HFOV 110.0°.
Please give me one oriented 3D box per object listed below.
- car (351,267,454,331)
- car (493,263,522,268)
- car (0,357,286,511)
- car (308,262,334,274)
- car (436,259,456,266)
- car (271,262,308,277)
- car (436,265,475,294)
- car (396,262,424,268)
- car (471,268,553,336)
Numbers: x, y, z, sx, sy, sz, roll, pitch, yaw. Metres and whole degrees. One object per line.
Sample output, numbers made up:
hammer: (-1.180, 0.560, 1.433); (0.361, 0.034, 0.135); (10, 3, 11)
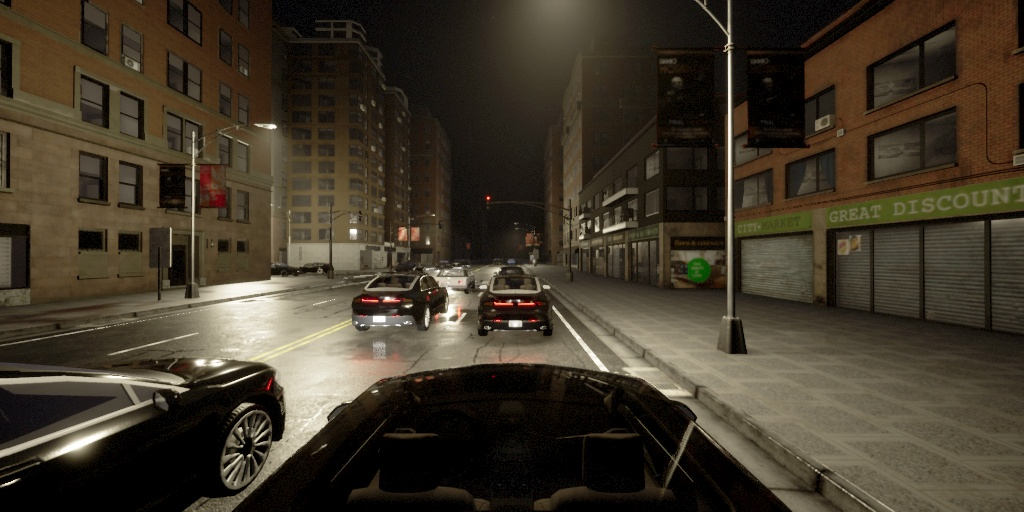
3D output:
car: (-3.168, 1.258, 10.974); (1.837, 1.490, 4.892); (0, 0, 0)
car: (-0.031, 1.282, 19.640); (1.812, 1.442, 4.674); (0, 0, 0)
car: (-3.154, 1.242, 1.586); (2.128, 1.511, 4.902); (0, 0, 0)
car: (-22.219, 1.355, 40.054); (4.313, 1.339, 1.948); (0, 0, 0)
car: (-9.938, 1.344, 52.829); (1.994, 1.385, 4.181); (0, 0, 0)
car: (-22.603, 1.322, 34.573); (4.181, 1.385, 1.994); (0, 0, 0)
car: (-3.185, 1.357, 20.287); (1.895, 1.301, 4.718); (0, 0, 0)
car: (-9.914, 1.312, 34.919); (2.033, 1.411, 5.357); (0, 0, 0)
car: (0.083, 1.257, 10.383); (1.837, 1.490, 4.892); (0, 0, 0)
